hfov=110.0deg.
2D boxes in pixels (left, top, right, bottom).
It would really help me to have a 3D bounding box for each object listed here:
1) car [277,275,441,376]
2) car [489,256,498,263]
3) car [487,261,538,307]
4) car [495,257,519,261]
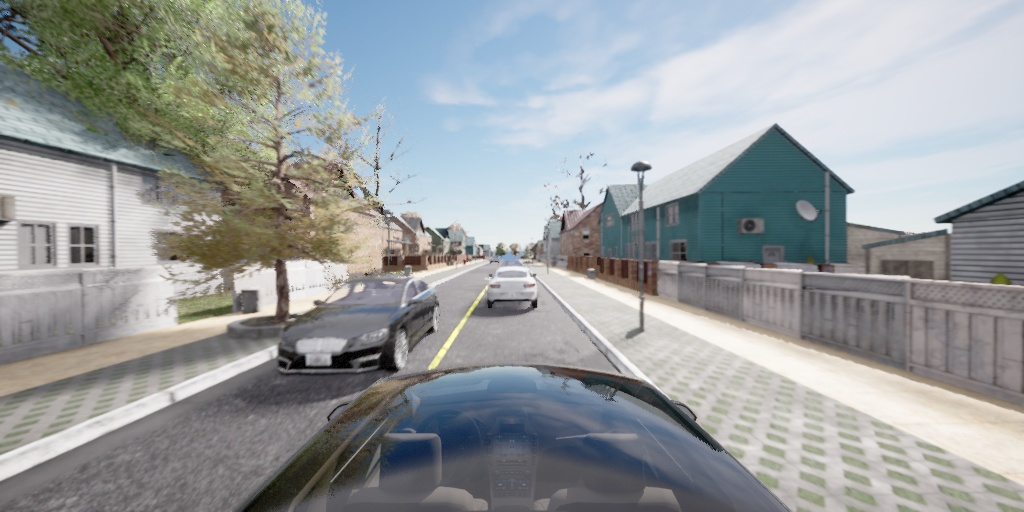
[{"bbox_3d":[-2.780,1.189,7.580,2.128,1.511,4.902,-1,1,0],"label":"car"},{"bbox_3d":[-2.969,0.704,62.543,2.033,1.411,5.357,-1,0,0],"label":"car"},{"bbox_3d":[0.025,1.117,14.275,1.812,1.442,4.674,-1,1,1],"label":"car"},{"bbox_3d":[-0.034,0.969,29.685,2.033,1.411,5.357,-1,1,0],"label":"car"}]
